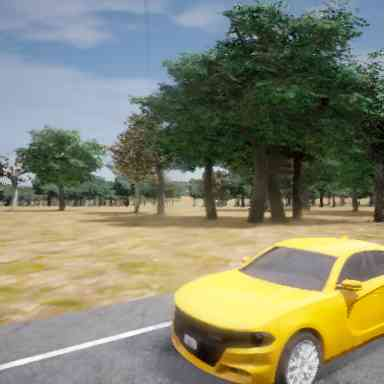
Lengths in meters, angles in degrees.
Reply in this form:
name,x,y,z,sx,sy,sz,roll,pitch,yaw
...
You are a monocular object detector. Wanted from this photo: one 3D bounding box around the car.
name,x,y,z,sx,sy,sz,roll,pitch,yaw
car,2.025,1.520,5.369,5.008,1.535,1.882,1,0,-35
